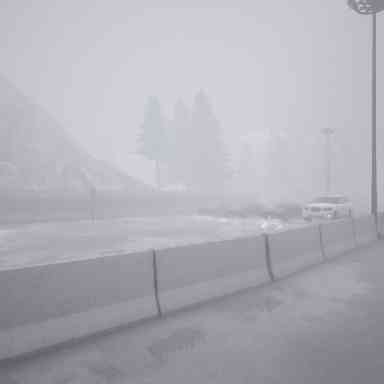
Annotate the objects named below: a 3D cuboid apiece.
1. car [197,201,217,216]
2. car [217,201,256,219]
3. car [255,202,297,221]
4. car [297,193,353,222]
[{"bbox_3d":[2.800,1.548,32.491,2.033,1.411,5.357,0,0,42],"label":"car"},{"bbox_3d":[4.861,1.548,29.550,2.033,1.411,5.357,0,0,42],"label":"car"},{"bbox_3d":[7.714,1.548,27.488,2.033,1.411,5.357,0,0,42],"label":"car"},{"bbox_3d":[10.428,1.223,25.271,2.150,2.045,5.566,0,0,42],"label":"car"}]
